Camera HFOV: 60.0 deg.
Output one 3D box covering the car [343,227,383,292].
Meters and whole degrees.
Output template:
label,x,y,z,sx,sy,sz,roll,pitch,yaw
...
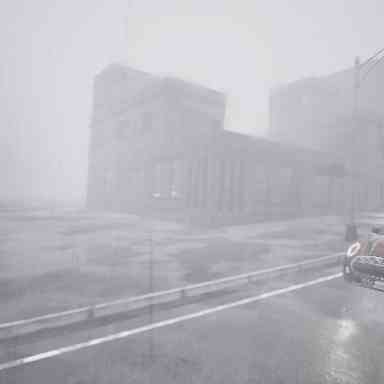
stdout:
label,x,y,z,sx,sy,sz,roll,pitch,yaw
car,5.682,1.282,8.034,4.553,1.767,2.097,-1,1,-35
